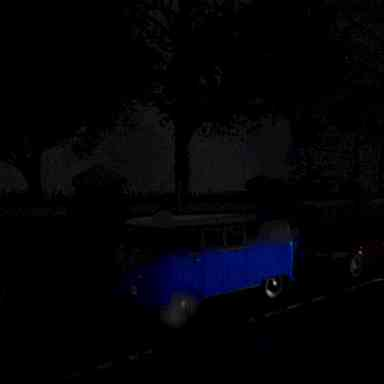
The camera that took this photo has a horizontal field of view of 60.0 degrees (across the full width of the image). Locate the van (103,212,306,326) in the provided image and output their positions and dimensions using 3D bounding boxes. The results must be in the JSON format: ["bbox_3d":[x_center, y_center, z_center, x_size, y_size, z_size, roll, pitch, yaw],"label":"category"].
[{"bbox_3d":[0.322,1.340,6.790,3.998,1.788,1.690,0,0,-36],"label":"van"}]

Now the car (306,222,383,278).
[{"bbox_3d":[4.906,1.579,10.060,4.206,1.307,1.802,0,0,-35],"label":"car"}]
